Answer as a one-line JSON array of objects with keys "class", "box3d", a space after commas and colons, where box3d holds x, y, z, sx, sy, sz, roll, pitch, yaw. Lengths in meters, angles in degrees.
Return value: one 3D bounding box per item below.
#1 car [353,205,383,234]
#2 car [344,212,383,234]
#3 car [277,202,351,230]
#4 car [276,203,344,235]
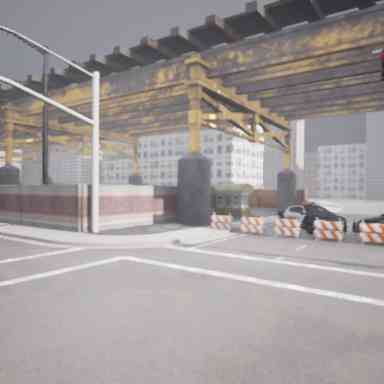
[{"class": "car", "box3d": [10.458, 1.293, 16.033, 4.536, 1.218, 1.853, 0, 0, -1]}, {"class": "car", "box3d": [10.405, 1.450, 16.032, 4.974, 1.542, 2.038, 0, 0, -1]}, {"class": "car", "box3d": [6.636, 1.255, 18.746, 1.853, 1.218, 4.536, 0, 0, -11]}, {"class": "car", "box3d": [6.646, 1.413, 18.696, 2.038, 1.542, 4.974, 0, 0, -11]}]
